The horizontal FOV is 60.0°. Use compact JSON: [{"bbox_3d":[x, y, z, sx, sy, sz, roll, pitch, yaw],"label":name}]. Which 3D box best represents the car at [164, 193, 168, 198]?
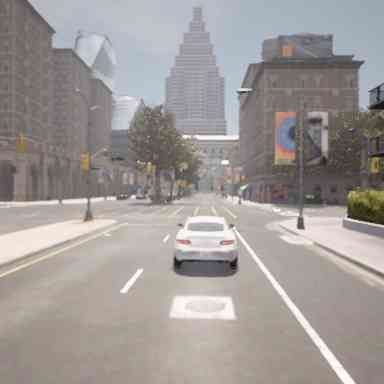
[{"bbox_3d":[-7.801,1.071,92.821,1.994,1.385,4.181,0,0,2],"label":"car"}]

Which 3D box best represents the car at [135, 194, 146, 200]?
[{"bbox_3d":[-11.930,1.102,77.382,2.033,1.411,5.357,0,0,2],"label":"car"}]

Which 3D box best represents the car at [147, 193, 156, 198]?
[{"bbox_3d":[-11.298,1.044,92.961,1.994,1.385,4.181,0,0,2],"label":"car"}]

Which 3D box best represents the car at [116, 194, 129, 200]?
[{"bbox_3d":[-15.347,1.149,73.338,1.895,1.301,4.718,0,0,2],"label":"car"}]

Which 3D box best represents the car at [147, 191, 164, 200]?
[{"bbox_3d":[-8.432,0.814,77.216,2.150,2.045,5.566,0,0,2],"label":"car"}]

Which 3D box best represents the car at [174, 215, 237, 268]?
[{"bbox_3d":[0.459,1.480,11.036,1.812,1.442,4.674,0,0,3],"label":"car"}]
